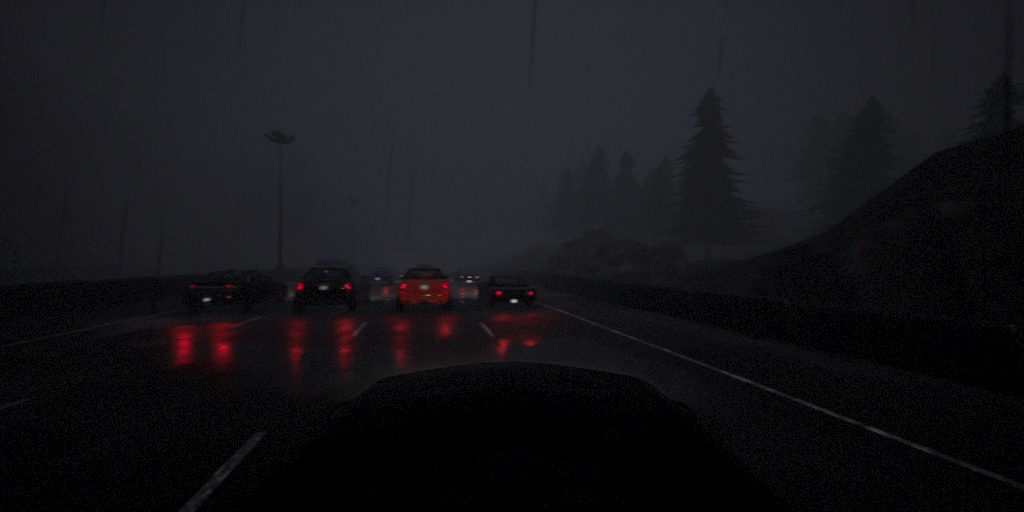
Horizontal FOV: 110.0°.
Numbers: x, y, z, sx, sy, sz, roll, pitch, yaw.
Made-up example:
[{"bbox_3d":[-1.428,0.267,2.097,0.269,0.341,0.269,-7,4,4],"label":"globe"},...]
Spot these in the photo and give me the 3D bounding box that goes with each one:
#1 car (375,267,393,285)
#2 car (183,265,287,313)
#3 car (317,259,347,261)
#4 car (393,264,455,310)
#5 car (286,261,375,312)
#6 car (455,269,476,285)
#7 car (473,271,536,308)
[{"bbox_3d":[-10.831,1.608,29.772,1.812,1.442,4.674,1,-1,-13],"label":"car"},{"bbox_3d":[-10.682,1.284,14.272,2.128,1.511,4.902,1,-1,-13],"label":"car"},{"bbox_3d":[-14.145,1.240,28.594,2.150,2.045,5.566,1,-1,-14],"label":"car"},{"bbox_3d":[-3.824,1.244,15.693,2.097,1.767,4.553,1,-1,-13],"label":"car"},{"bbox_3d":[-7.225,1.191,14.873,2.097,1.767,4.553,1,-1,-14],"label":"car"},{"bbox_3d":[-3.964,1.784,31.135,1.895,1.301,4.718,1,-1,-14],"label":"car"},{"bbox_3d":[-0.432,1.548,16.538,1.895,1.301,4.718,1,-1,-14],"label":"car"}]
